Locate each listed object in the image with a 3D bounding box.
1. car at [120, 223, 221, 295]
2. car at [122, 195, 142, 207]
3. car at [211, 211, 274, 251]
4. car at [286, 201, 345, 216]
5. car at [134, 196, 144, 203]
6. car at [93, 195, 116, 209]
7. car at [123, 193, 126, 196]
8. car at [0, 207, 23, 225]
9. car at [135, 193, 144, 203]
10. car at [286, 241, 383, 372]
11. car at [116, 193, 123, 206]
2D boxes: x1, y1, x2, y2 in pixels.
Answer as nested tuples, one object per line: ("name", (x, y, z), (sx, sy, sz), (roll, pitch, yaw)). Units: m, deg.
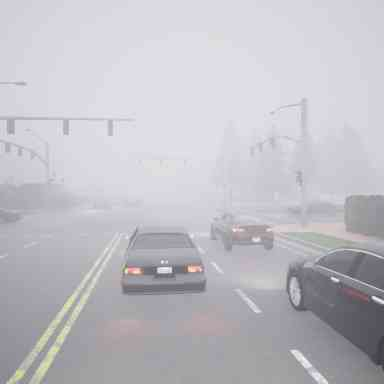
("car", (-0.834, 1.547, 8.876), (2.033, 1.411, 5.357), (0, 0, -7))
("car", (-9.016, 1.526, 50.276), (1.812, 1.442, 4.674), (0, 0, -6))
("car", (2.010, 1.526, 14.137), (1.812, 1.442, 4.674), (0, 0, -7))
("car", (12.072, 1.547, 32.487), (5.357, 1.411, 2.033), (0, 0, -5))
("car", (-11.024, 1.524, 69.598), (1.812, 1.442, 4.674), (0, 0, -6))
("car", (-12.033, 1.491, 44.885), (2.128, 1.511, 4.902), (0, 0, -4))
("car", (-14.177, 1.224, 66.028), (2.150, 2.045, 5.566), (0, 0, -6))
("car", (-14.455, 1.477, 23.045), (5.008, 1.535, 1.882), (0, 0, -5))
("car", (-9.990, 1.478, 59.450), (1.882, 1.535, 5.008), (0, 0, -6))
("car", (2.983, 1.505, 4.942), (1.837, 1.490, 4.892), (0, 0, -5))
("car", (-12.939, 1.352, 54.044), (2.097, 1.767, 4.553), (0, 0, -6))
